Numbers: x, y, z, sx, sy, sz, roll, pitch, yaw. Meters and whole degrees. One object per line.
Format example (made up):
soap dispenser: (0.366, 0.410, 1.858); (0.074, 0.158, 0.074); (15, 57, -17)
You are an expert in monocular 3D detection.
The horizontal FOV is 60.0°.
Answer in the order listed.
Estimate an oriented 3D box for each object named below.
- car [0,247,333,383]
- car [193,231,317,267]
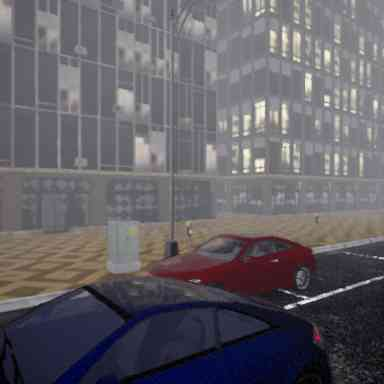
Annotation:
car: (-0.663, 1.559, 2.906); (4.181, 1.385, 1.994); (0, 0, -35)
car: (1.035, 1.558, 7.294); (4.206, 1.307, 1.802); (0, 0, -35)
